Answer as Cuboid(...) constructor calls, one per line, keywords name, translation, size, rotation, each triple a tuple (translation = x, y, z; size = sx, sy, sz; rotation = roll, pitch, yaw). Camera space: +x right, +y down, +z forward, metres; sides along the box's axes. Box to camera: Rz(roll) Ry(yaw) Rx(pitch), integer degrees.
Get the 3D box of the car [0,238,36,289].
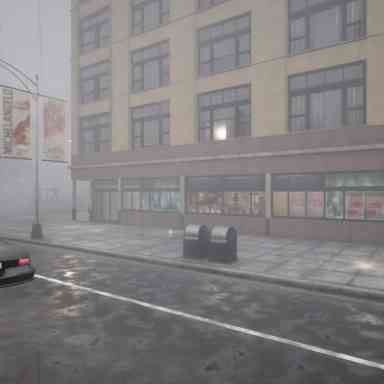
Cuboid(name="car", translation=(-6.001, 1.547, 8.142), size=(5.357, 1.411, 2.033), rotation=(0, 0, 35))
